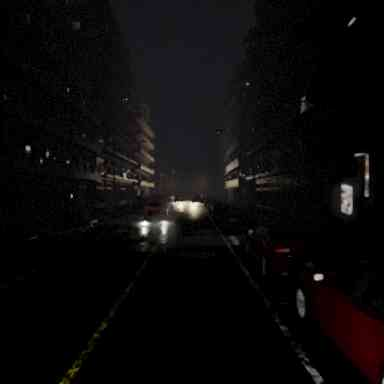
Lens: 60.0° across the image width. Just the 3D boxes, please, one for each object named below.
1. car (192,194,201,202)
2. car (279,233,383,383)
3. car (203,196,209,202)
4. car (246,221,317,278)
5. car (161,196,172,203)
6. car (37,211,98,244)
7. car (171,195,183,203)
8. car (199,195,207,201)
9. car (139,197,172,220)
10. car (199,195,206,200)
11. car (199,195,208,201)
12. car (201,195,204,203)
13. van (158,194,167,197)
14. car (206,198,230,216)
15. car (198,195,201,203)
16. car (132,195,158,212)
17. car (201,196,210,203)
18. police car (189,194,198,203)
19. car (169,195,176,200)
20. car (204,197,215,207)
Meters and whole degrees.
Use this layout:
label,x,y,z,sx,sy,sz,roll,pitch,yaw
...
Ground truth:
label,x,y,z,sx,sy,sz,roll,pitch,yaw
car,1.074,1.380,78.180,2.097,1.767,4.553,0,0,0
car,2.700,1.542,4.299,1.887,1.381,4.507,0,0,0
car,2.788,1.532,43.935,1.887,1.381,4.507,0,0,0
car,2.713,1.540,9.960,1.887,1.381,4.507,0,0,0
car,-5.530,1.563,72.282,1.887,1.381,4.507,0,0,0
car,-5.655,1.577,15.662,1.802,1.307,4.206,0,0,0
car,-2.842,1.533,70.784,1.812,1.442,4.674,0,0,0
car,2.887,1.595,89.231,1.887,1.381,4.507,0,0,0
car,-3.034,1.469,28.674,1.882,1.535,5.008,0,0,0
car,2.900,1.590,95.059,1.752,1.417,4.829,0,0,0
car,2.875,1.584,83.565,1.887,1.381,4.507,0,0,0
car,2.801,1.427,49.595,1.967,1.590,4.097,0,0,0
van,-5.567,1.331,55.299,1.690,1.788,3.998,0,0,0
car,2.763,1.540,32.610,2.008,1.369,4.403,0,0,0
car,2.837,1.445,66.578,1.967,1.590,4.097,0,0,0
car,-5.605,1.304,38.312,2.192,1.841,5.009,0,0,0
car,2.850,1.542,72.410,1.752,1.417,4.829,0,0,0
police car,0.953,1.434,68.300,1.930,1.638,5.238,0,0,-1
car,-5.481,1.590,94.760,1.752,1.417,4.829,0,0,0
car,2.776,1.539,38.272,2.008,1.369,4.403,0,0,0
